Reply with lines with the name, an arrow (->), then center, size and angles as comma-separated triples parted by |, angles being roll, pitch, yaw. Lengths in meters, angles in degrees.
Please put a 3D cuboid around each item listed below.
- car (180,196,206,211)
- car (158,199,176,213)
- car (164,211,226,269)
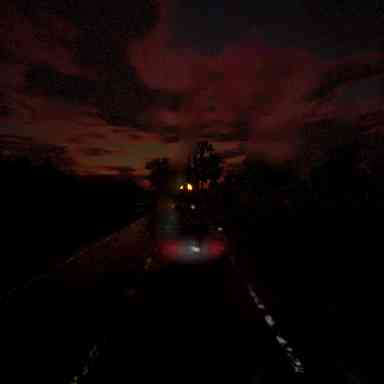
car -> 0.088, 1.345, 30.234 | 2.150, 2.045, 5.566 | 0, 0, 0
car -> -2.904, 1.630, 38.772 | 1.882, 1.535, 5.008 | 0, 0, -1
car -> 0.083, 1.596, 11.349 | 2.033, 1.411, 5.357 | 0, 0, 0
